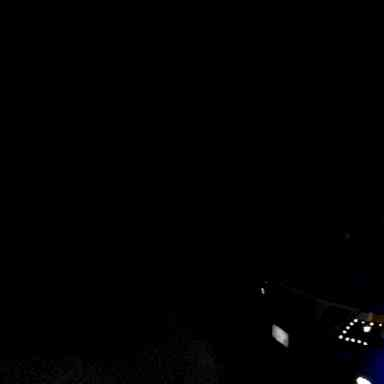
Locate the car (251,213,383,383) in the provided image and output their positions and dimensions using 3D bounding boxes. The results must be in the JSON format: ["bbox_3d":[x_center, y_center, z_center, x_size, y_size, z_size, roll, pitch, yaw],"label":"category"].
[{"bbox_3d":[3.598,1.223,4.515,5.566,2.045,2.150,0,0,-18],"label":"car"}]
